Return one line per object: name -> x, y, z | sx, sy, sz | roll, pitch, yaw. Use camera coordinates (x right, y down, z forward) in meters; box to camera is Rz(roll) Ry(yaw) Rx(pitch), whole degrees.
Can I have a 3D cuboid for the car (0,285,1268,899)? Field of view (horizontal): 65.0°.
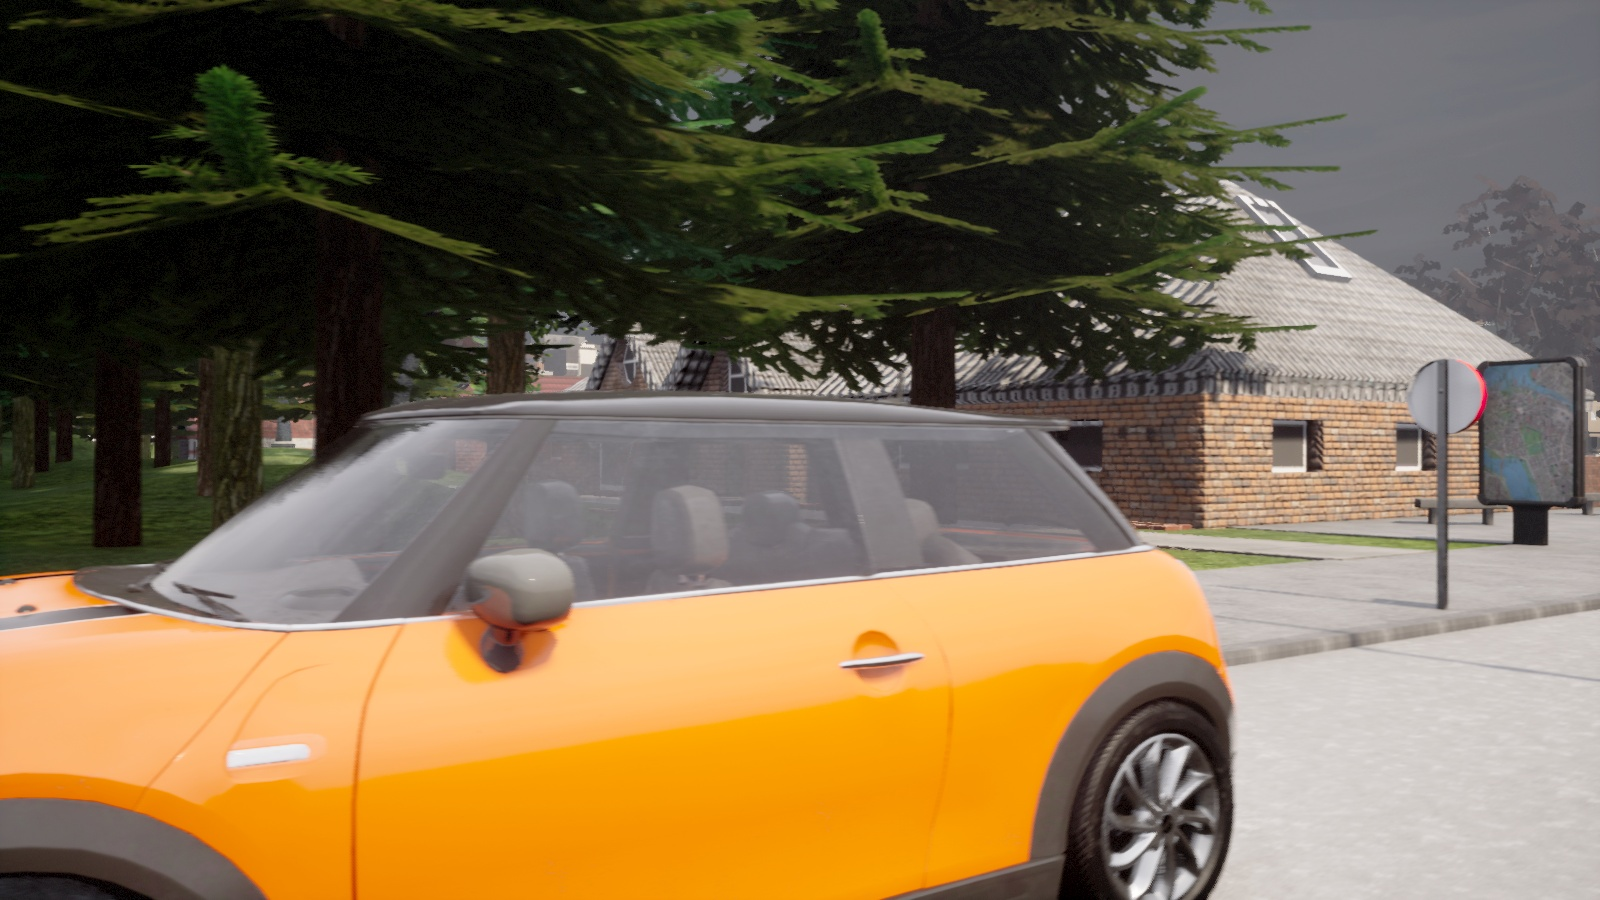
car -> -0.957, 0.614, 3.610 | 4.553, 1.767, 2.097 | 0, 0, -35
